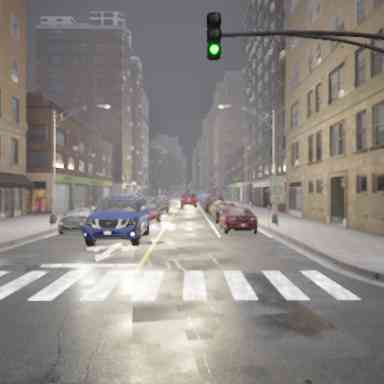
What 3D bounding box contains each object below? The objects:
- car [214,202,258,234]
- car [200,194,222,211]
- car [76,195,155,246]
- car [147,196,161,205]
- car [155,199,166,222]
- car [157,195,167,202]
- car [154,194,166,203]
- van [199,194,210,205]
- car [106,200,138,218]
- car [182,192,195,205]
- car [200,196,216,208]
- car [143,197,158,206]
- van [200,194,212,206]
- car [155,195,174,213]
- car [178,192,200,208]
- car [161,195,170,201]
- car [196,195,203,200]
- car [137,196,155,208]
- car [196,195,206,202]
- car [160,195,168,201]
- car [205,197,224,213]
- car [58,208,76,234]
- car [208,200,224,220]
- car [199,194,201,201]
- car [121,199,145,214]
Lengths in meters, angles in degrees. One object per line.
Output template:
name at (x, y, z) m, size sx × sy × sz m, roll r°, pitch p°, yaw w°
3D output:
car at (2.513, 1.487, 18.686) m, size 1.887 × 1.381 × 4.507 m, roll 0°, pitch 0°, yaw -1°
car at (2.344, 1.216, 35.206) m, size 2.192 × 1.841 × 5.009 m, roll 0°, pitch 0°, yaw -1°
car at (-3.225, 1.181, 15.354) m, size 2.150 × 2.045 × 5.566 m, roll 0°, pitch 0°, yaw -1°
car at (-6.409, 1.449, 57.157) m, size 1.947 × 1.339 × 4.313 m, roll 0°, pitch 0°, yaw -1°
car at (-3.322, 1.494, 25.411) m, size 1.994 × 1.385 × 4.181 m, roll 0°, pitch 0°, yaw -2°
car at (-6.576, 1.405, 73.512) m, size 1.752 × 1.417 × 4.829 m, roll 0°, pitch 0°, yaw -1°
car at (-6.522, 1.320, 68.174) m, size 1.967 × 1.590 × 4.097 m, roll 0°, pitch 0°, yaw -1°
van at (2.117, 1.215, 57.234) m, size 1.690 × 1.788 × 3.998 m, roll 0°, pitch 0°, yaw -1°
car at (-6.125, 1.467, 29.618) m, size 1.887 × 1.381 × 4.507 m, roll 0°, pitch 0°, yaw -1°
car at (-0.544, 1.099, 56.133) m, size 2.150 × 2.045 × 5.566 m, roll 0°, pitch 0°, yaw -1°
car at (2.230, 1.324, 46.219) m, size 1.967 × 1.590 × 4.097 m, roll 0°, pitch 0°, yaw -1°
car at (-6.352, 1.469, 51.649) m, size 1.802 × 1.307 × 4.206 m, roll 0°, pitch 0°, yaw -1°
van at (2.174, 1.219, 51.727) m, size 1.690 × 1.788 × 3.998 m, roll 0°, pitch 0°, yaw -1°
car at (-3.334, 1.398, 35.595) m, size 2.128 × 1.511 × 4.902 m, roll 0°, pitch 0°, yaw -1°
car at (-0.434, 1.109, 45.415) m, size 2.150 × 2.045 × 5.566 m, roll 0°, pitch 0°, yaw -1°
car at (-6.692, 1.448, 84.699) m, size 1.947 × 1.339 × 4.313 m, roll 0°, pitch 0°, yaw -1°
car at (1.832, 1.398, 84.941) m, size 1.752 × 1.417 × 4.829 m, roll 0°, pitch 0°, yaw -1°
car at (-6.295, 1.333, 46.141) m, size 1.967 × 1.590 × 4.097 m, roll 0°, pitch 0°, yaw -1°
car at (1.947, 1.421, 73.757) m, size 2.008 × 1.369 × 4.403 m, roll 0°, pitch 0°, yaw -1°
car at (-6.635, 1.462, 79.191) m, size 1.802 × 1.307 × 4.206 m, roll 0°, pitch 0°, yaw -1°
car at (2.398, 1.438, 29.869) m, size 1.752 × 1.417 × 4.829 m, roll 0°, pitch 0°, yaw -1°
car at (-6.012, 1.503, 18.602) m, size 2.008 × 1.369 × 4.403 m, roll 0°, pitch 0°, yaw -1°
car at (2.456, 1.493, 24.192) m, size 1.947 × 1.339 × 4.313 m, roll 0°, pitch 0°, yaw -1°
car at (2.286, 1.332, 40.713) m, size 1.967 × 1.590 × 4.097 m, roll 0°, pitch 0°, yaw -1°
car at (-6.182, 1.493, 35.125) m, size 1.802 × 1.307 × 4.206 m, roll 0°, pitch 0°, yaw -1°
